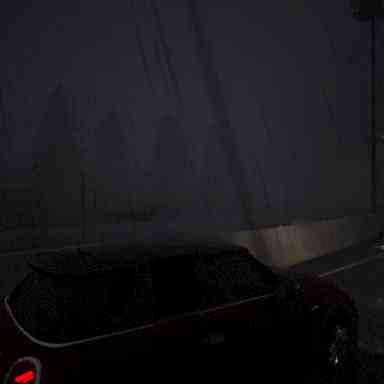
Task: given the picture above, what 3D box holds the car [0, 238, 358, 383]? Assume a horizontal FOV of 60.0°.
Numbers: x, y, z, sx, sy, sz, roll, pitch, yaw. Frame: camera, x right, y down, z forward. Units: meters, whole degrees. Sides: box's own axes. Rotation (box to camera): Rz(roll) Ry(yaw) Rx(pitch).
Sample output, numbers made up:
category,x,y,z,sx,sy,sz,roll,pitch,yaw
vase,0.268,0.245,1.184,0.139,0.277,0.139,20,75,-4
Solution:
category,x,y,z,sx,sy,sz,roll,pitch,yaw
car,0.051,1.359,4.040,4.553,1.767,2.097,0,0,-37
